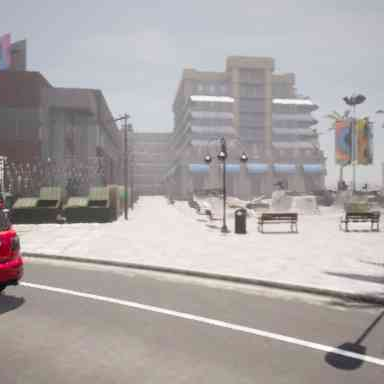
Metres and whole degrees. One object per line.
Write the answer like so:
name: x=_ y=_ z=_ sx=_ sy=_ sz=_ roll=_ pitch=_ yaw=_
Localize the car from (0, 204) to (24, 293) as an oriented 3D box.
car: x=-6.087 y=1.193 z=6.852 sx=5.566 sy=2.045 sz=2.150 roll=0 pitch=0 yaw=23
